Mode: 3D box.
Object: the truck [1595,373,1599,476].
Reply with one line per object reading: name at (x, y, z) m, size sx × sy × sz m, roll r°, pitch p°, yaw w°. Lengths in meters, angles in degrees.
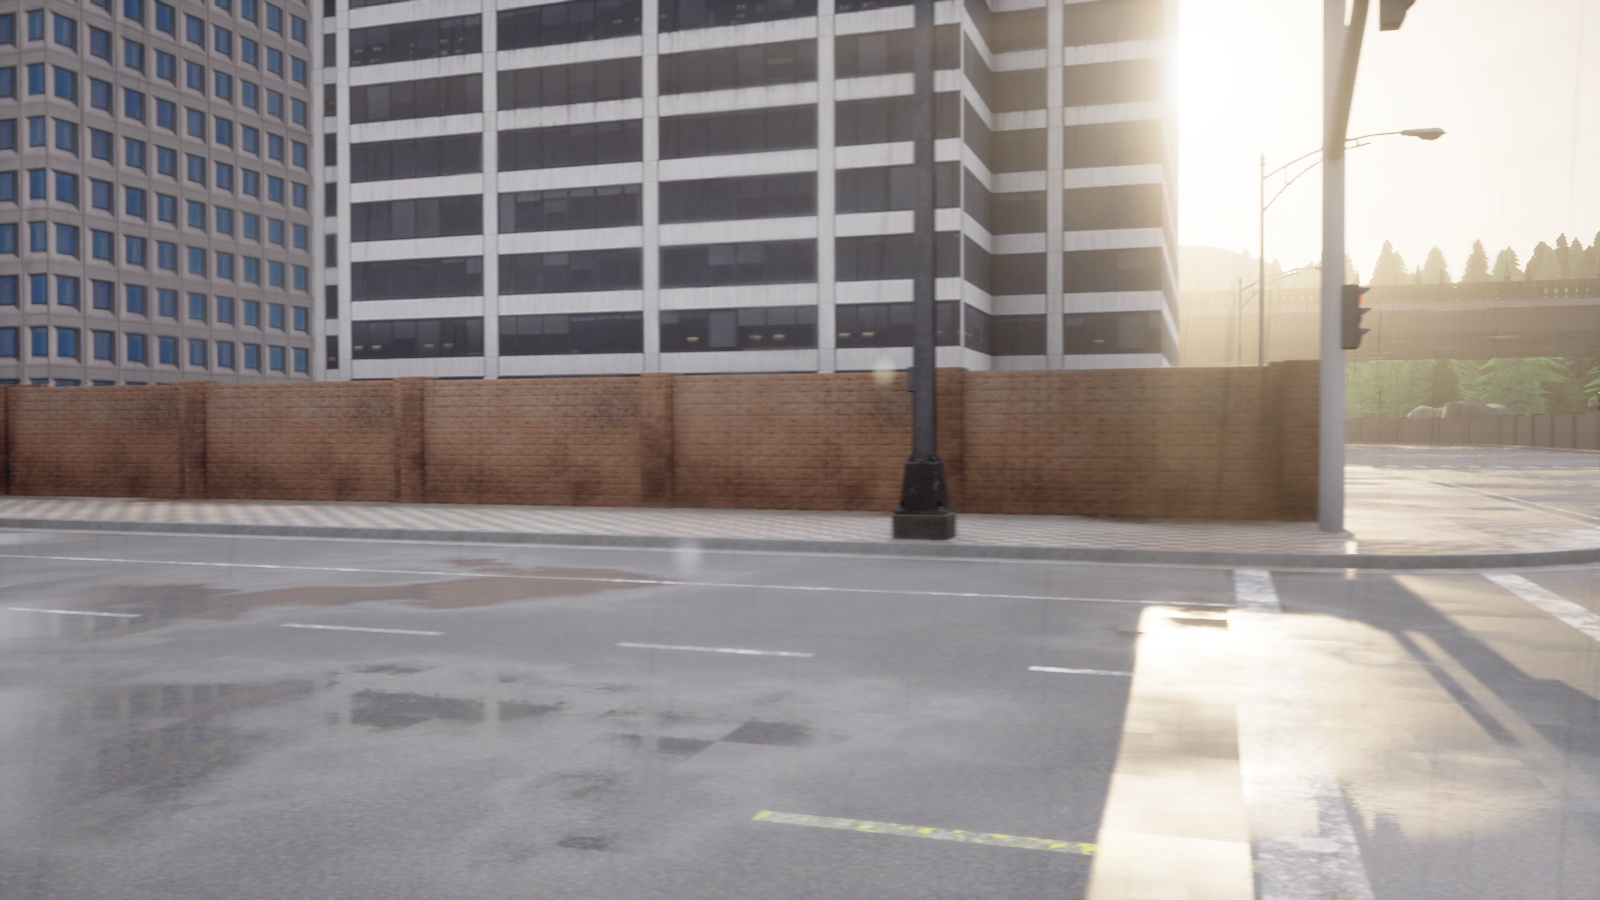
truck at (29.835, -0.882, 42.558) m, size 2.891 × 3.827 × 8.468 m, roll 1°, pitch 1°, yaw 18°
